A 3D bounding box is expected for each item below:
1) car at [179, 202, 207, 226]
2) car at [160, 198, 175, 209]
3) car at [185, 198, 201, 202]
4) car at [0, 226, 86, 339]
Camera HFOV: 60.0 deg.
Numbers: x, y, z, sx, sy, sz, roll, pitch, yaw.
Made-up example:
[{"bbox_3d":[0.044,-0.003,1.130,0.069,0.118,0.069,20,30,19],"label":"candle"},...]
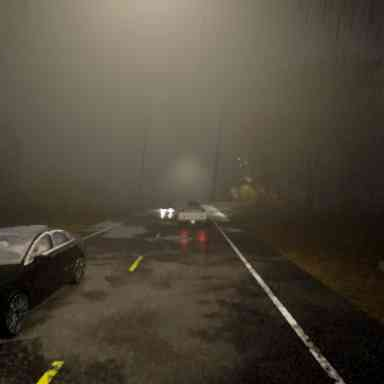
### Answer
[{"bbox_3d":[0.061,1.637,23.636,1.895,1.301,4.718,0,0,0],"label":"car"},{"bbox_3d":[-3.448,1.566,47.454,2.128,1.511,4.902,0,0,2],"label":"car"},{"bbox_3d":[0.132,1.558,42.675,2.128,1.511,4.902,0,0,1],"label":"car"},{"bbox_3d":[-3.611,1.502,6.664,2.128,1.511,4.902,0,0,0],"label":"car"}]
